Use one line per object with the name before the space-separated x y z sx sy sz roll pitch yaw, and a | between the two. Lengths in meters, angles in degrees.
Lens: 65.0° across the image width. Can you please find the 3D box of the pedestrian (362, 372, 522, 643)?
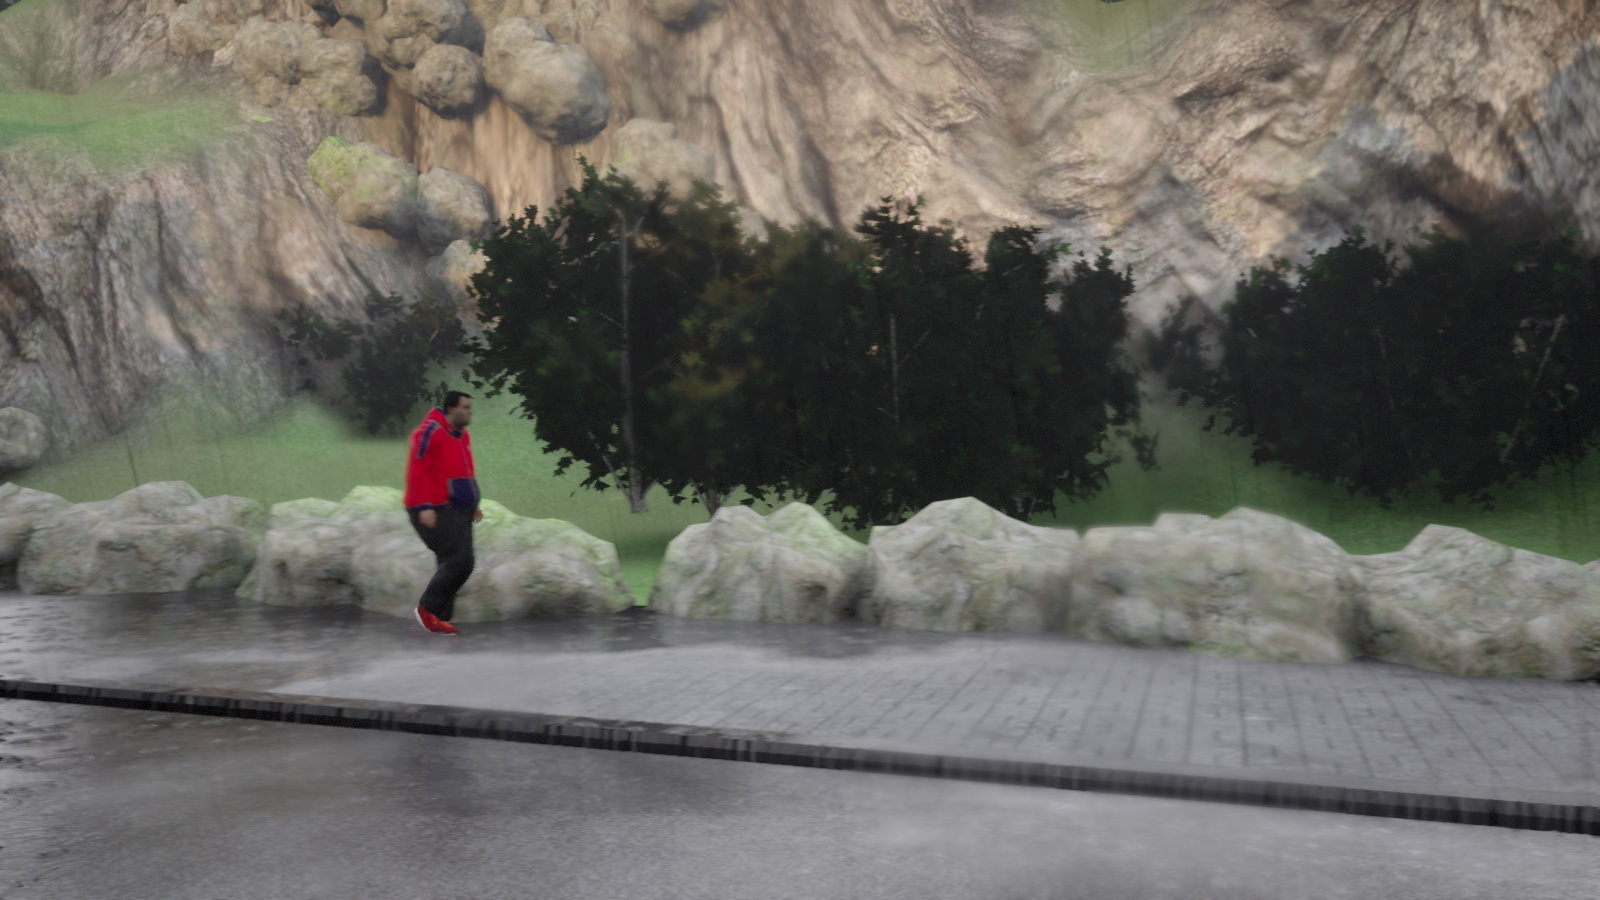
pedestrian | -2.546 0.383 8.973 0.899 1.844 0.634 0 1 17
